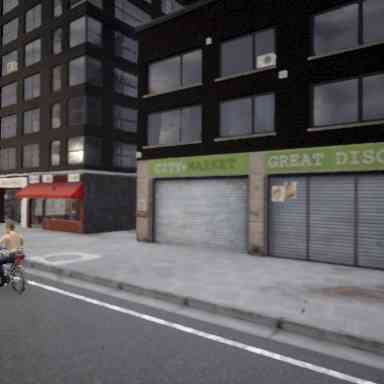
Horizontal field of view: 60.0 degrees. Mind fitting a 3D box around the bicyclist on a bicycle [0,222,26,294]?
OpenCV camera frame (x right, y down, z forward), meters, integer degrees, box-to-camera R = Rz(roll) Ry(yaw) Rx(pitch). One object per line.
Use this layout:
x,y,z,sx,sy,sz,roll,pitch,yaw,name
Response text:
-4.333,1.517,7.864,1.509,1.612,0.866,0,-1,36,bicyclist on a bicycle
